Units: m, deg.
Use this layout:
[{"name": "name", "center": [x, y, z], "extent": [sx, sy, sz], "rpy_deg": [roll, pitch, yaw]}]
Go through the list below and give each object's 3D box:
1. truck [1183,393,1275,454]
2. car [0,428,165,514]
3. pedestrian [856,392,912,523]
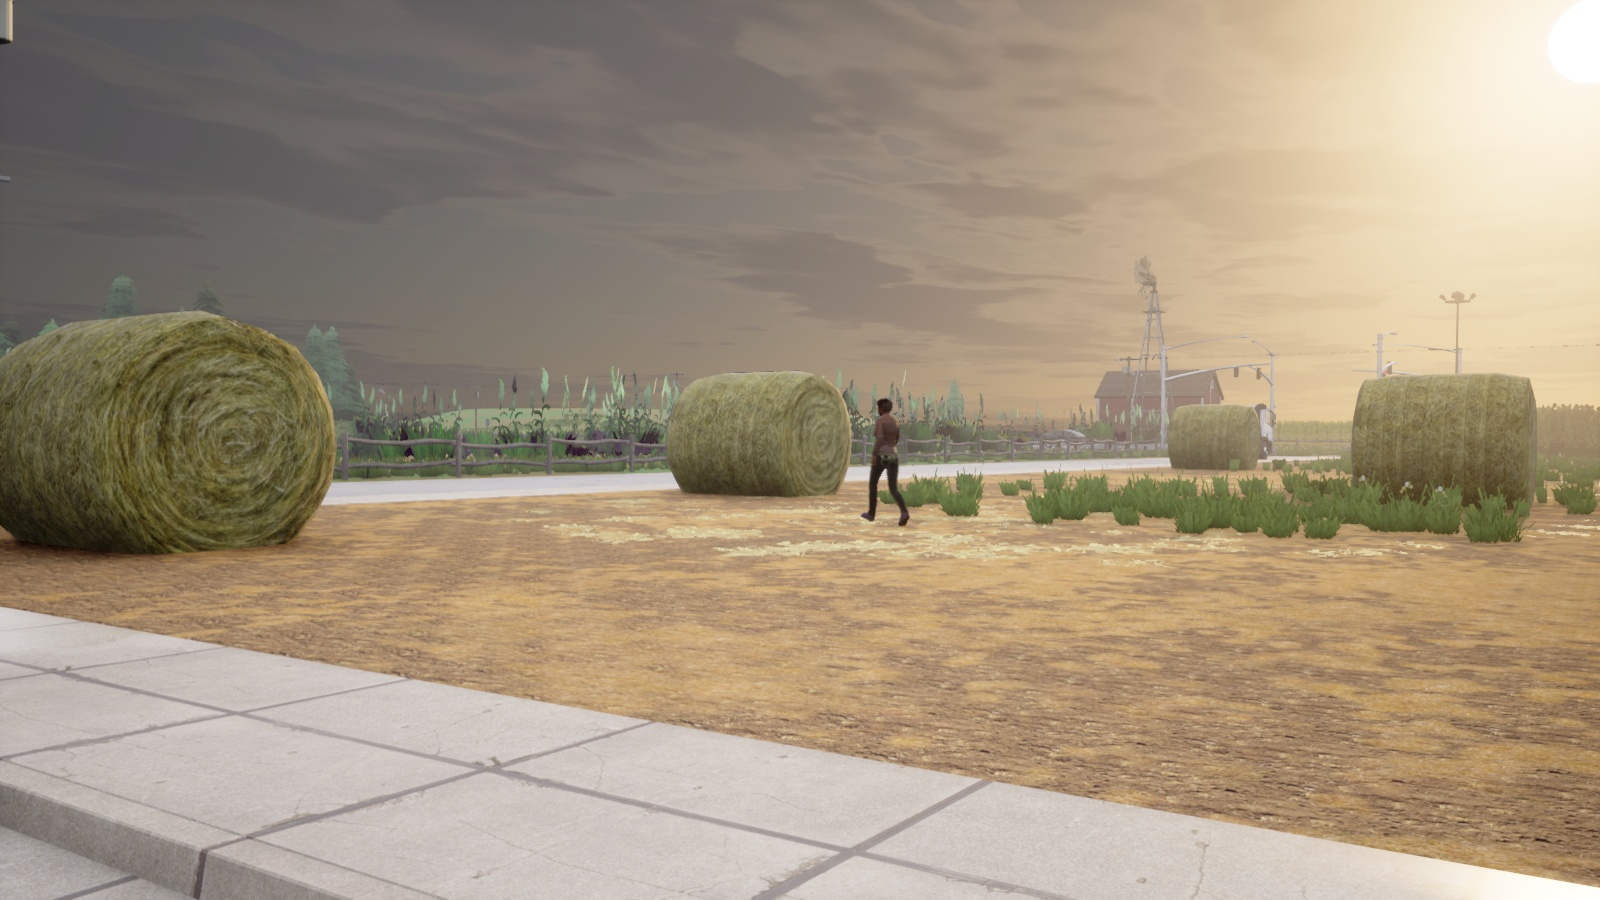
[{"name": "truck", "center": [25.712, -1.548, 74.989], "extent": [2.891, 3.462, 7.936], "rpy_deg": [0, 1, 36]}, {"name": "car", "center": [-15.257, 0.379, 25.278], "extent": [1.851, 1.617, 3.988], "rpy_deg": [0, 1, 36]}, {"name": "pedestrian", "center": [1.185, 0.100, 17.811], "extent": [0.328, 1.805, 0.869], "rpy_deg": [-1, 1, -31]}]
